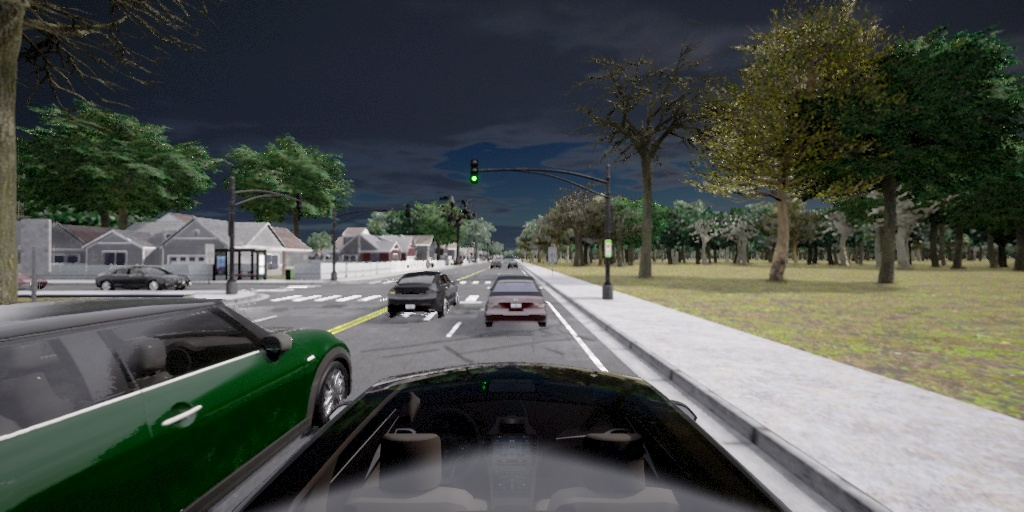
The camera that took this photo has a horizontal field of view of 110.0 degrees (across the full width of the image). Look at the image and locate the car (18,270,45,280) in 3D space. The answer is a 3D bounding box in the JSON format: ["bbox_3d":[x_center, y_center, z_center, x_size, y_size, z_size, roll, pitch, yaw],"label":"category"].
[{"bbox_3d":[-32.221,1.462,22.461,4.674,1.442,1.812,0,0,0],"label":"car"}]

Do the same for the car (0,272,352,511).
[{"bbox_3d":[-3.148,1.109,2.883,2.097,1.767,4.553,0,0,0],"label":"car"}]

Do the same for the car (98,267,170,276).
[{"bbox_3d":[-22.933,1.426,22.395,4.892,1.490,1.837,0,0,0],"label":"car"}]

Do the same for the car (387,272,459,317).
[{"bbox_3d":[-3.196,1.336,13.567,1.837,1.490,4.892,0,0,-1],"label":"car"}]

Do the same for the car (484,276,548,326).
[{"bbox_3d":[0.106,1.367,11.941,2.033,1.411,5.357,0,0,0],"label":"car"}]
